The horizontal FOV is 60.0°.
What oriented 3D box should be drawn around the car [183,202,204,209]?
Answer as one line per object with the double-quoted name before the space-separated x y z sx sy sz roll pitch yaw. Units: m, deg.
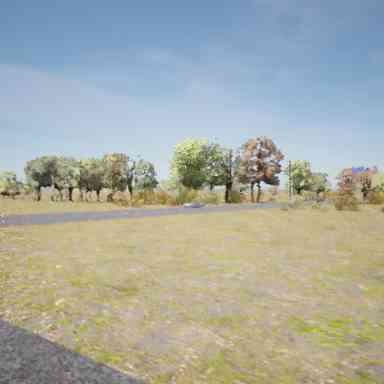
"car" 0.320 2.509 64.672 1.895 1.301 4.718 0 0 36
